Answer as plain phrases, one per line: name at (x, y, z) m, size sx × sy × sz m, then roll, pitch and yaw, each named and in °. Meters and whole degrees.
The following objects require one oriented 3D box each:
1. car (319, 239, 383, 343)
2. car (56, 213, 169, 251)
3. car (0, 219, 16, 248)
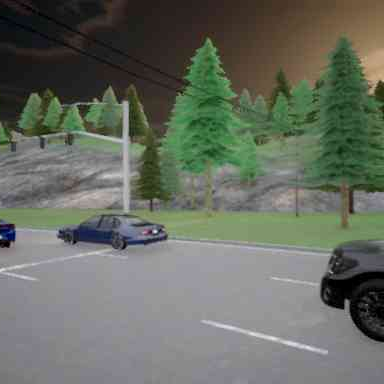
car at (4.856, 1.209, 4.815) m, size 5.566 × 2.045 × 2.150 m, roll -1°, pitch 0°, yaw 35°
car at (-3.611, 1.658, 14.704) m, size 5.357 × 1.411 × 2.033 m, roll -1°, pitch 0°, yaw 32°
car at (-9.668, 1.633, 14.269) m, size 5.008 × 1.535 × 1.882 m, roll 0°, pitch 0°, yaw 31°
